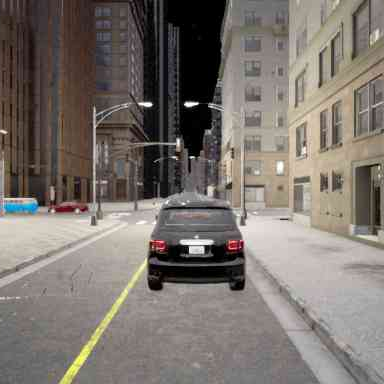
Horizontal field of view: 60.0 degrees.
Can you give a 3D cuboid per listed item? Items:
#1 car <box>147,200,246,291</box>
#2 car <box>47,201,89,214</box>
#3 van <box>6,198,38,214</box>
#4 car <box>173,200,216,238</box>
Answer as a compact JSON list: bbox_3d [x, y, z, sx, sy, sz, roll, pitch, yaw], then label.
[{"bbox_3d":[0.113,1.223,9.169,2.150,2.045,5.566,0,0,0],"label":"car"},{"bbox_3d":[-13.926,1.724,37.508,4.507,1.381,1.887,-1,0,0],"label":"car"},{"bbox_3d":[-19.553,1.588,37.536,3.998,1.788,1.690,-1,0,0],"label":"van"},{"bbox_3d":[0.121,1.356,18.618,2.097,1.767,4.553,0,0,0],"label":"car"}]
